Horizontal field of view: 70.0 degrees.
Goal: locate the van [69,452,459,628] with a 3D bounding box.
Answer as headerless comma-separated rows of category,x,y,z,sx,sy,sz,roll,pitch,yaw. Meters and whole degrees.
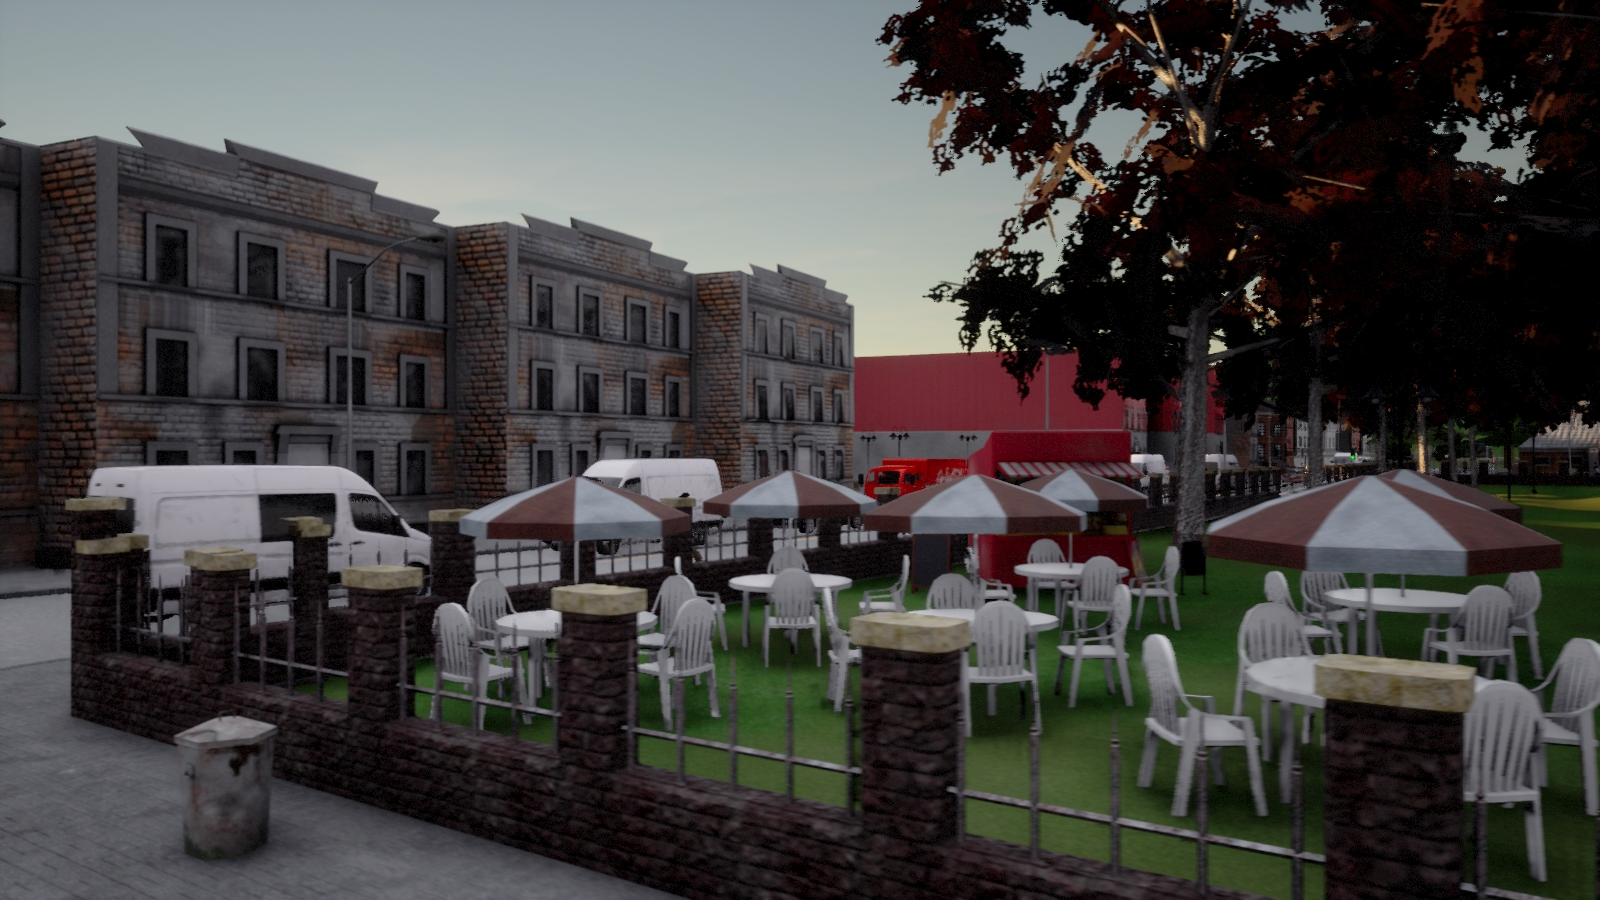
van,-8.923,1.315,19.720,1.988,2.561,5.915,0,0,34

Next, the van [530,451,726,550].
van,-4.726,1.316,32.455,1.988,2.561,5.915,0,0,35

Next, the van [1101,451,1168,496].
van,19.825,1.315,67.557,1.988,2.561,5.915,0,0,35

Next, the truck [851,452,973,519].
truck,4.569,1.346,45.739,2.627,2.467,5.204,0,0,35

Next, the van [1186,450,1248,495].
van,24.701,1.313,67.548,1.988,2.561,5.915,0,0,35
